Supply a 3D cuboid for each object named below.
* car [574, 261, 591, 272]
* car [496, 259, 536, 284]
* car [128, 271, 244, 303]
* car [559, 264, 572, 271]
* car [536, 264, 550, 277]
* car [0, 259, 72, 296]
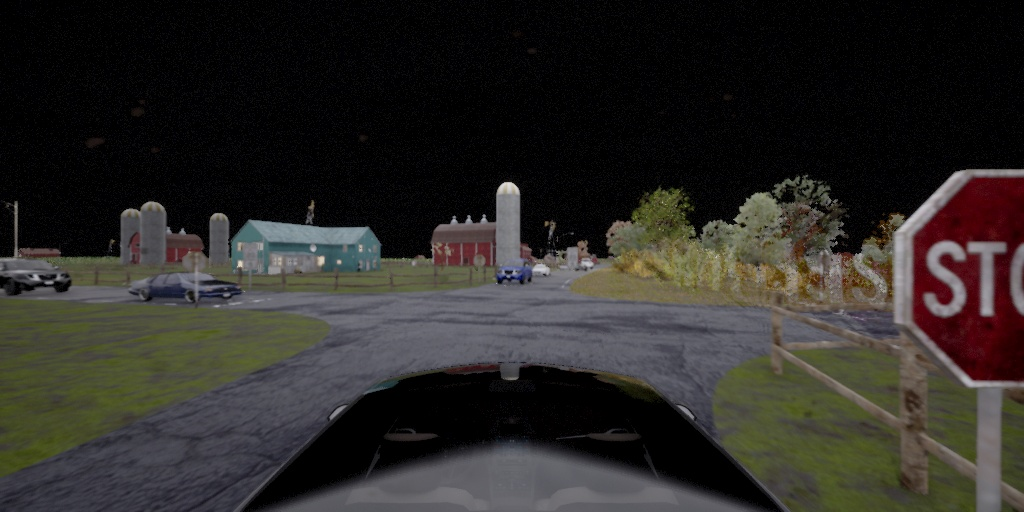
[{"bbox_3d":[11.769,1.994,60.829,1.895,1.301,4.718,0,-1,17],"label":"car"},{"bbox_3d":[0.333,1.269,30.562,2.150,2.045,5.566,0,-1,13],"label":"car"},{"bbox_3d":[-16.123,1.476,17.701,5.357,1.411,2.033,0,0,14],"label":"car"},{"bbox_3d":[9.536,2.007,63.004,1.895,1.301,4.718,0,-1,17],"label":"car"},{"bbox_3d":[3.445,1.706,42.954,1.812,1.442,4.674,0,-1,15],"label":"car"},{"bbox_3d":[-29.264,1.199,21.373,5.566,2.045,2.150,0,0,16],"label":"car"}]
